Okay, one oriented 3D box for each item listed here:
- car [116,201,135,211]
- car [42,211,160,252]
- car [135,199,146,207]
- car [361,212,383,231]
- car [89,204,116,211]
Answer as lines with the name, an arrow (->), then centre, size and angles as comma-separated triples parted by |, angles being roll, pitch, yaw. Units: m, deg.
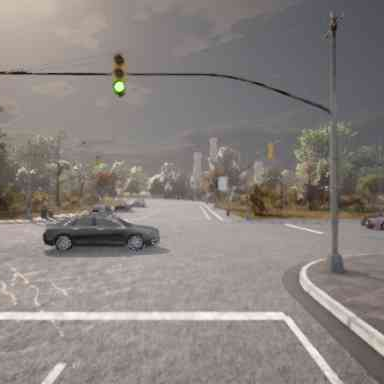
car -> -10.534, 2.291, 50.850 | 1.895, 1.301, 4.718 | 0, -1, 0
car -> -3.828, 1.723, 14.397 | 4.892, 1.490, 1.837 | 0, -1, -3
car -> -10.440, 2.106, 65.715 | 2.097, 1.767, 4.553 | 0, 0, 0
car -> 13.751, 1.878, 22.484 | 4.181, 1.385, 1.994 | 0, -1, -3
car -> -10.550, 2.099, 38.533 | 1.994, 1.385, 4.181 | 0, -1, 1
